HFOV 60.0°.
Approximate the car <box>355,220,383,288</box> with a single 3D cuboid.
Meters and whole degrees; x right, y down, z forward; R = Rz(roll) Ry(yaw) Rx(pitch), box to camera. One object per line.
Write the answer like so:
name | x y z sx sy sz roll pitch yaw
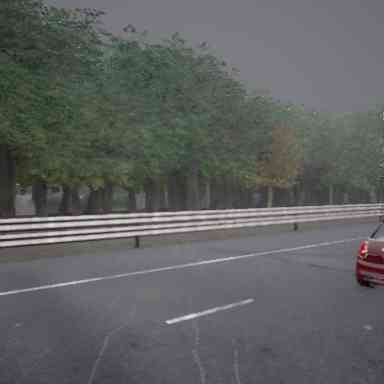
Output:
car | 5.974 1.354 8.009 4.553 1.767 2.097 0 0 -36
